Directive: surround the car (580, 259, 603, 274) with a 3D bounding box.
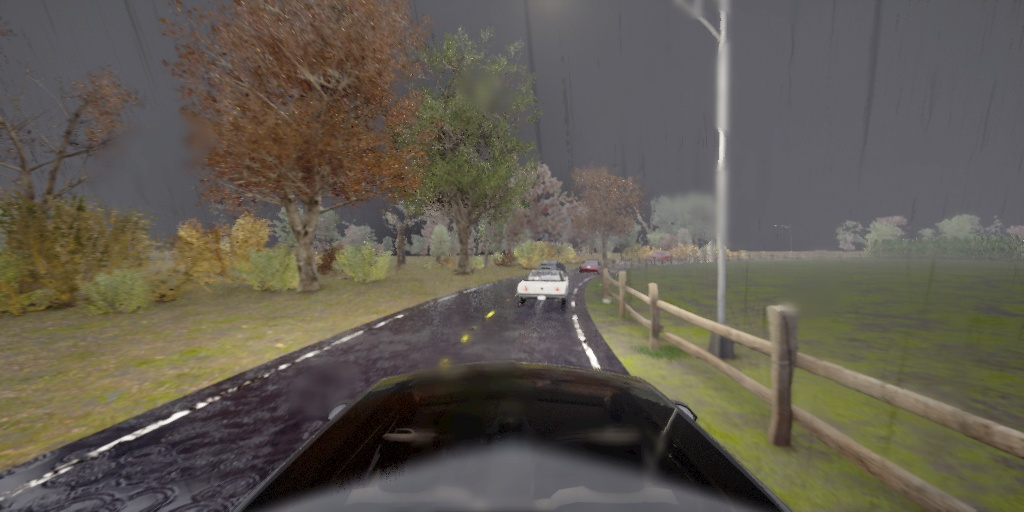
[{"bbox_3d":[8.374,1.024,36.899,1.994,1.385,4.181,1,1,25],"label":"car"}]

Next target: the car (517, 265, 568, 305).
[{"bbox_3d":[1.491,1.255,15.581,1.895,1.301,4.718,0,1,10],"label":"car"}]

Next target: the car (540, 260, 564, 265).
[{"bbox_3d":[3.630,1.038,33.397,1.994,1.385,4.181,1,1,22],"label":"car"}]
